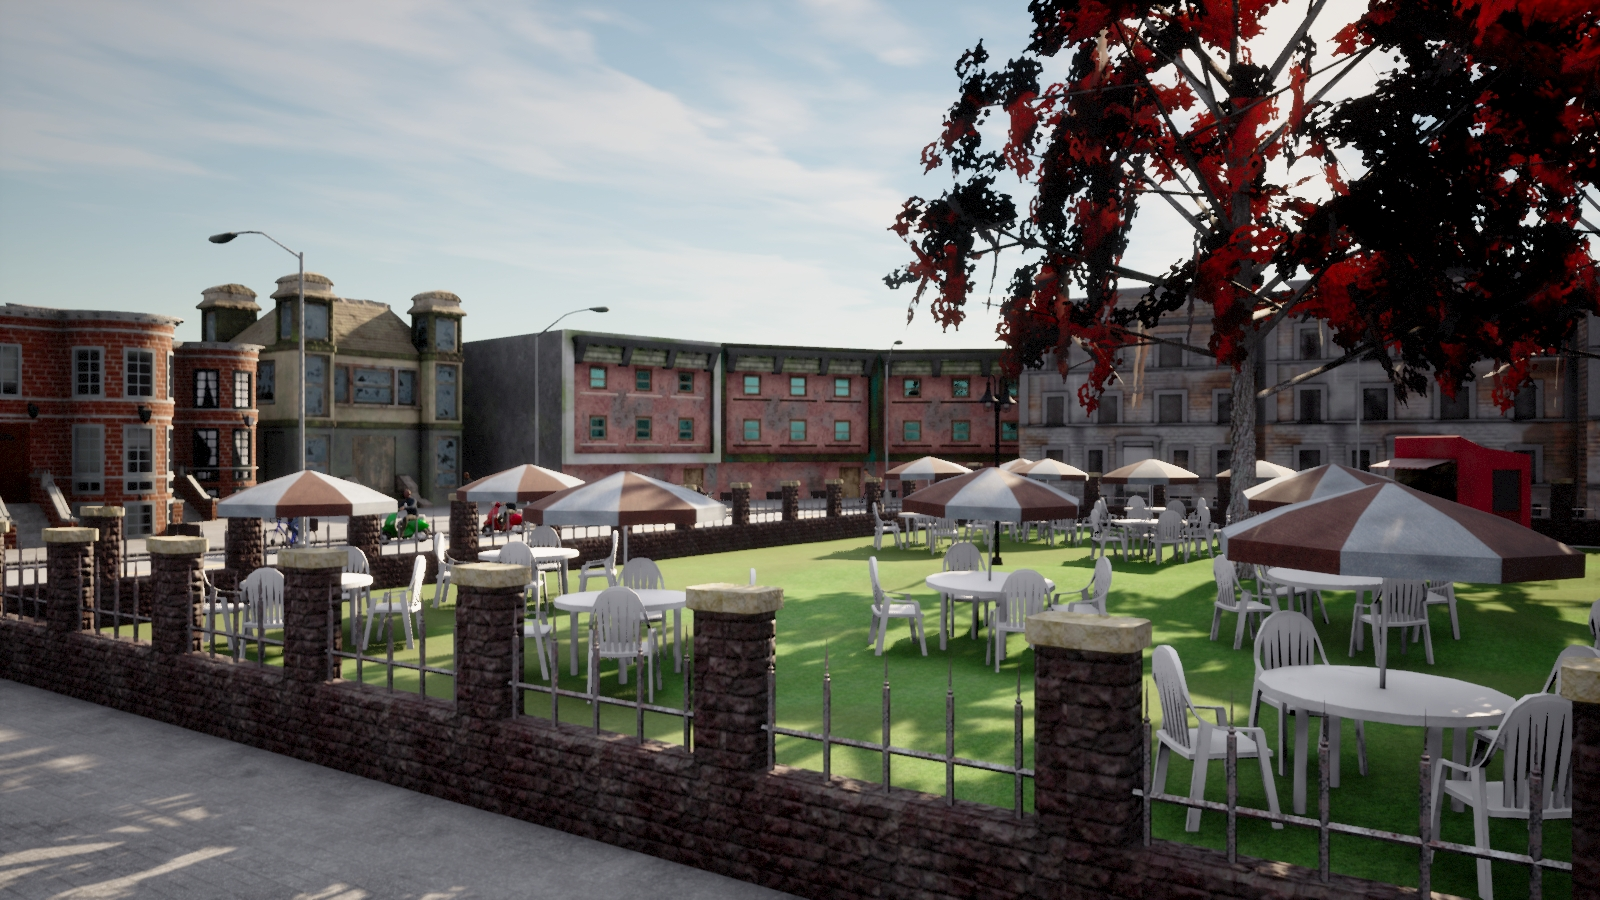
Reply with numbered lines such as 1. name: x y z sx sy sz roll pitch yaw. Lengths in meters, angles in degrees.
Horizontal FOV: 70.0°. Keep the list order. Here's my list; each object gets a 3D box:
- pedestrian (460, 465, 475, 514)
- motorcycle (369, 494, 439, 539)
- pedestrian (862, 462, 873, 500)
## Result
1. pedestrian: -12.784 1.516 43.945 0.375 1.860 0.375 0 0 34
2. motorcycle: -11.759 1.950 33.969 0.856 1.236 1.805 0 0 35
3. pedestrian: 3.277 1.514 55.719 0.375 1.860 0.375 0 0 -36
